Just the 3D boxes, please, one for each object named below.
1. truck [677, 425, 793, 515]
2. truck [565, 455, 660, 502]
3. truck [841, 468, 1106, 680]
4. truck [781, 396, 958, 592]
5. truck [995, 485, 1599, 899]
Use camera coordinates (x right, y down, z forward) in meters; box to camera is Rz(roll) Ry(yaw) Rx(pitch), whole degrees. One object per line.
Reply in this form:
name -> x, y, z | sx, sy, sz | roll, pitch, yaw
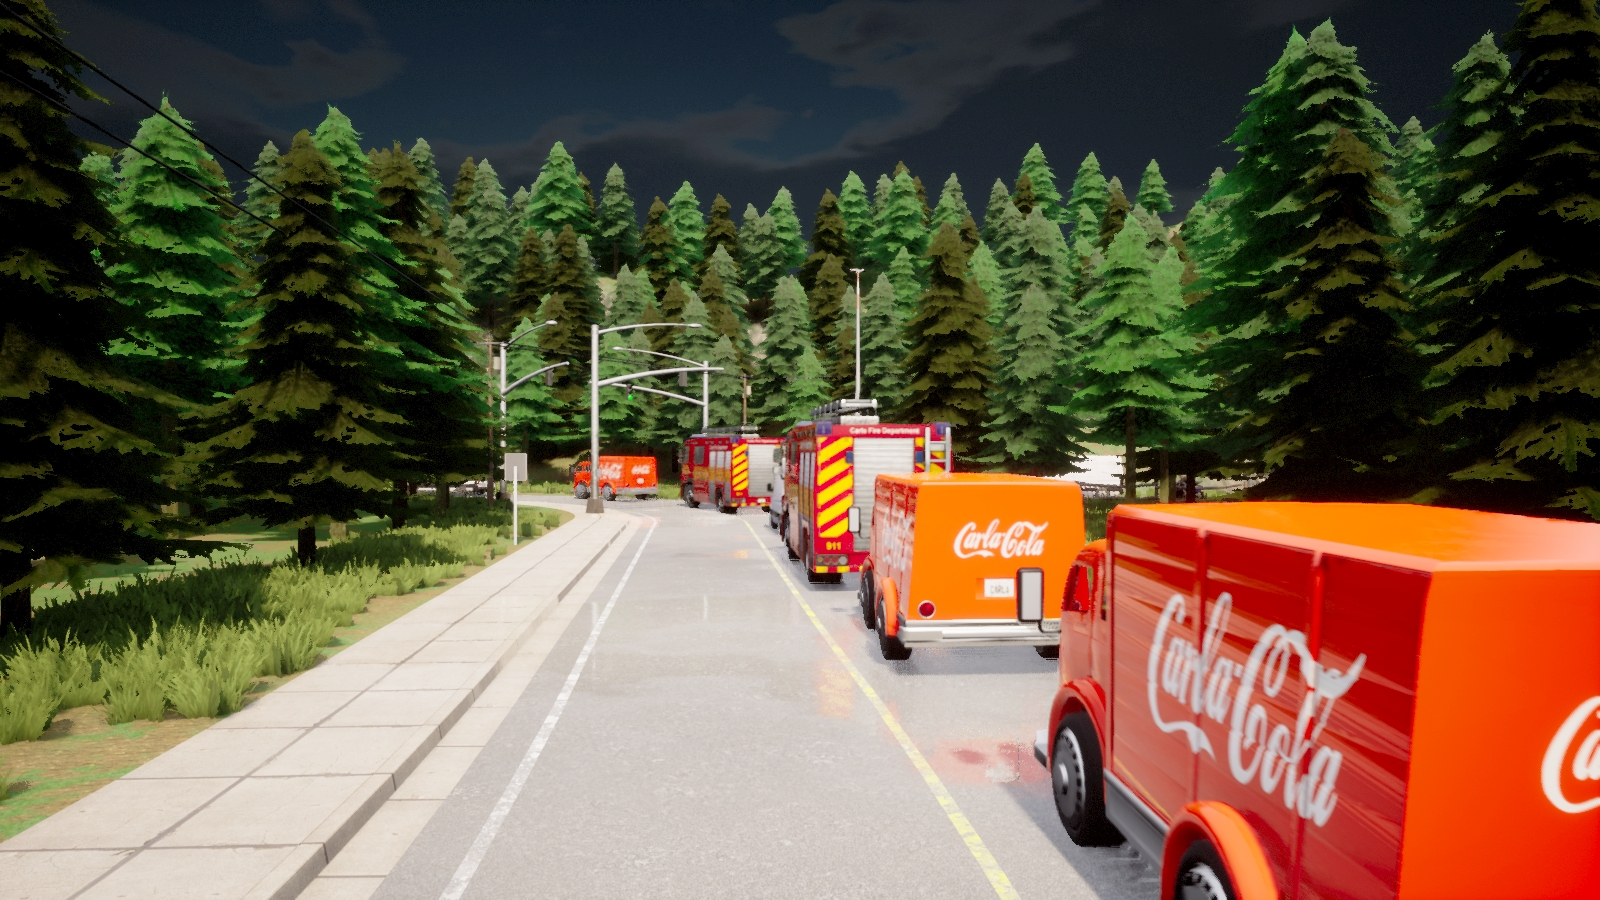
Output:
truck -> -3.202, 0.871, 53.239 | 2.891, 3.827, 8.468 | 0, 0, -21
truck -> -10.527, 1.540, 63.990 | 5.204, 2.467, 2.627 | 0, 0, 43
truck -> 2.220, 1.543, 16.521 | 2.627, 2.467, 5.204 | 0, 0, -5
truck -> 1.300, 0.864, 26.703 | 2.891, 3.827, 8.468 | 0, 0, -5
truck -> 3.080, 1.539, 6.744 | 2.627, 2.467, 5.204 | 0, 0, -4
